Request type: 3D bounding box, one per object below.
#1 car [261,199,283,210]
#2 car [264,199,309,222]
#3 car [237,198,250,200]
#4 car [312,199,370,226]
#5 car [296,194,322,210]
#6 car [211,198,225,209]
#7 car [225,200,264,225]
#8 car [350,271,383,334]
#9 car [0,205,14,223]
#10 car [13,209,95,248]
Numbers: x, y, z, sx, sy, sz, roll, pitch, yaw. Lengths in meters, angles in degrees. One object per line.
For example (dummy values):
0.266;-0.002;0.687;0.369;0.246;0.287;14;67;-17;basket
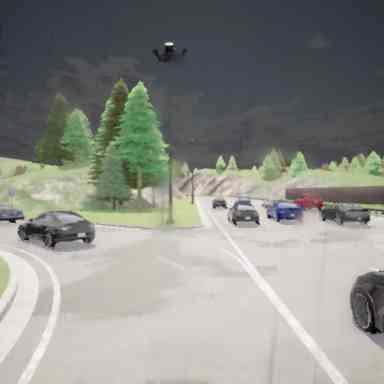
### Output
10.790;1.649;45.423;1.895;1.301;4.718;0;0;0;car
7.211;1.504;26.259;1.882;1.535;5.008;0;0;0;car
7.297;1.535;47.555;1.882;1.535;5.008;0;0;0;car
10.702;1.509;23.653;2.128;1.511;4.902;0;0;0;car
14.271;1.258;41.040;2.150;2.045;5.566;0;0;0;car
3.794;1.566;46.733;1.837;1.490;4.892;0;0;0;car
3.704;1.555;24.232;1.812;1.442;4.674;0;0;0;car
3.622;1.526;3.803;1.812;1.442;4.674;0;0;0;car
-14.809;1.605;24.369;5.357;1.411;2.033;0;0;21;car
-6.087;1.557;14.897;4.674;1.442;1.812;0;-1;43;car
